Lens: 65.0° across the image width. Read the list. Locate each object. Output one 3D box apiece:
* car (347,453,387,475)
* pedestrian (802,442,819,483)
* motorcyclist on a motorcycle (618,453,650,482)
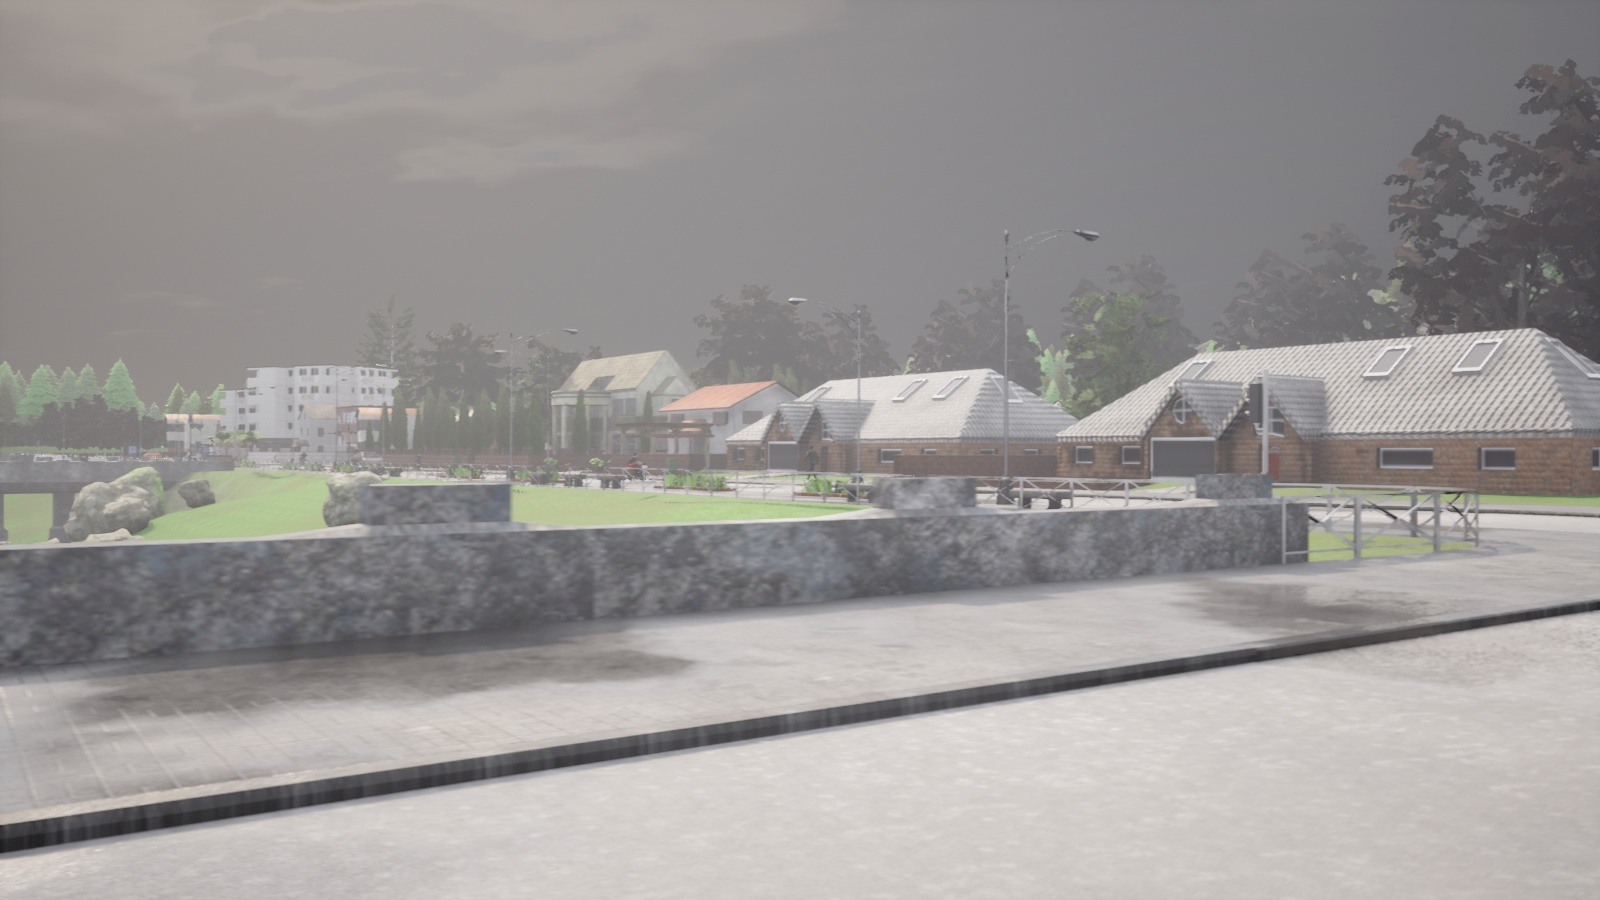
[{"bbox_3d":[-31.404,1.013,91.085,1.789,1.549,3.705,0,0,-35],"label":"car"},{"bbox_3d":[0.505,0.604,61.235,0.423,1.949,0.788,0,0,-36],"label":"pedestrian"},{"bbox_3d":[-8.654,0.906,65.404,0.797,1.523,2.044,0,0,-35],"label":"motorcyclist on a motorcycle"}]
